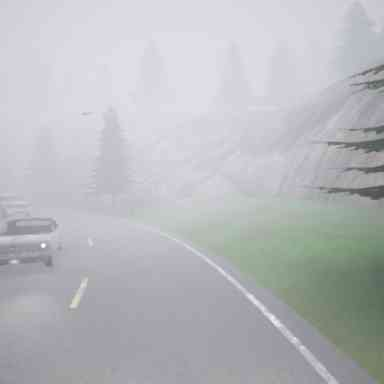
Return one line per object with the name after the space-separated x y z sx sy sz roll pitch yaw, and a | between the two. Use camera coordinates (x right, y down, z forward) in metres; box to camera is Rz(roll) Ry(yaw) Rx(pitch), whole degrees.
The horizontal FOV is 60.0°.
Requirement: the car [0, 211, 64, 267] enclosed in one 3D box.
-5.435 1.569 11.108 1.895 1.301 4.718 -1 1 -17 | car

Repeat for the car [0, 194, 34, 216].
-16.005 1.176 29.116 5.566 2.045 2.150 -1 1 41 | car
